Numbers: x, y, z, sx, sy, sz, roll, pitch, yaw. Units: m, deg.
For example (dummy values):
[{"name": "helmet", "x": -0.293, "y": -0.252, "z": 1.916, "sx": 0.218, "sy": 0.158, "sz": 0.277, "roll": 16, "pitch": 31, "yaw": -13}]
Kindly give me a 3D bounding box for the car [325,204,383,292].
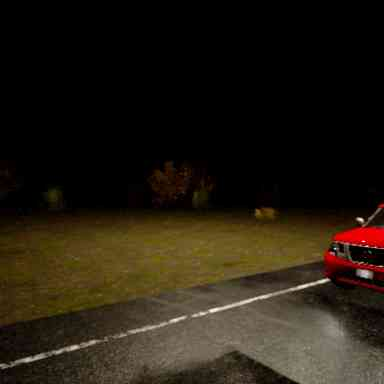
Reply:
[{"name": "car", "x": 5.531, "y": 1.228, "z": 7.964, "sx": 5.566, "sy": 2.045, "sz": 2.150, "roll": 1, "pitch": 0, "yaw": -36}]
